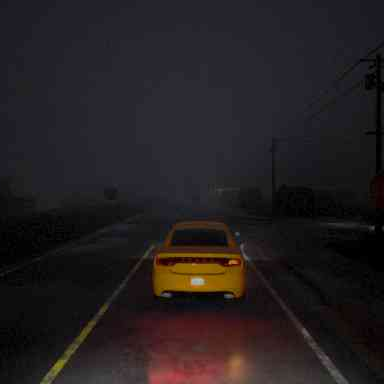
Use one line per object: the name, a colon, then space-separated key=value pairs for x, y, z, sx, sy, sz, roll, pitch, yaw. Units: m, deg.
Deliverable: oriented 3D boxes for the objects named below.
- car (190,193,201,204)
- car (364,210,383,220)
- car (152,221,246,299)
car: x=0.712 y=1.502 z=65.912 sx=1.837 sy=1.490 sz=4.892 roll=0 pitch=0 yaw=1
car: x=14.698 y=1.511 z=23.337 sx=5.008 sy=1.535 sz=1.882 roll=0 pitch=0 yaw=-2
car: x=0.234 y=1.477 z=8.516 sx=1.882 sy=1.535 sz=5.008 roll=0 pitch=0 yaw=3
